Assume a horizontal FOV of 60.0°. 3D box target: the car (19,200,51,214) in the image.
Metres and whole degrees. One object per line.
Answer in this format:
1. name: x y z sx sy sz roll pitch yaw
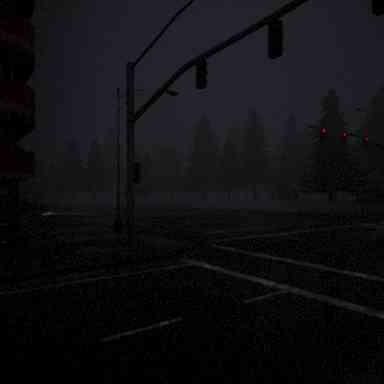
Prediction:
1. car: -17.013 1.501 34.730 4.181 1.385 1.994 0 0 9
